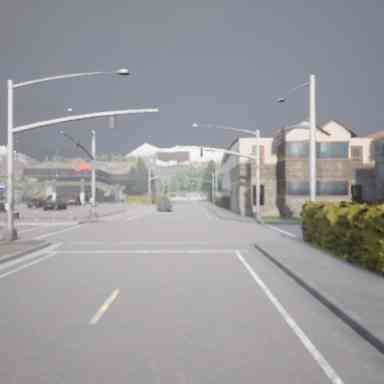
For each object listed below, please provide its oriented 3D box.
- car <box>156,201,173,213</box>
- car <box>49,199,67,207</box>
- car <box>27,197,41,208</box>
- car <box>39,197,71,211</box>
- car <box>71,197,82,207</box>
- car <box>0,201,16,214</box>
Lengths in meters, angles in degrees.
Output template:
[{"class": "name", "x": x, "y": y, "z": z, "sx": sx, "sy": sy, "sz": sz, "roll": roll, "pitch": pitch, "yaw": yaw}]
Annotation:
[{"class": "car", "x": -3.498, "y": 1.938, "z": 42.939, "sx": 1.837, "sy": 1.490, "sz": 4.892, "roll": 0, "pitch": 1, "yaw": 0}, {"class": "car", "x": -25.950, "y": 2.112, "z": 64.638, "sx": 1.970, "sy": 1.475, "sz": 3.806, "roll": 0, "pitch": 0, "yaw": 0}, {"class": "car", "x": -25.889, "y": 1.776, "z": 56.162, "sx": 1.932, "sy": 1.855, "sz": 4.605, "roll": 0, "pitch": 0, "yaw": 0}, {"class": "car", "x": -18.921, "y": 1.890, "z": 46.168, "sx": 2.007, "sy": 1.523, "sz": 4.514, "roll": 0, "pitch": 0, "yaw": 0}, {"class": "car", "x": -22.623, "y": 1.823, "z": 64.039, "sx": 1.905, "sy": 1.878, "sz": 3.866, "roll": 0, "pitch": 0, "yaw": 0}, {"class": "car", "x": -22.565, "y": 1.763, "z": 39.110, "sx": 1.970, "sy": 1.475, "sz": 3.806, "roll": 0, "pitch": 0, "yaw": 0}]
